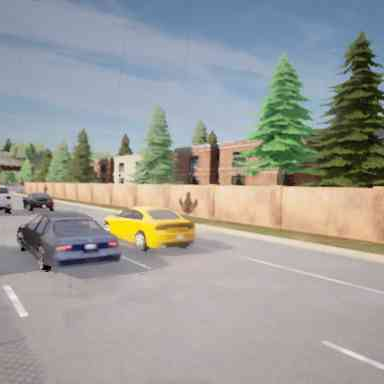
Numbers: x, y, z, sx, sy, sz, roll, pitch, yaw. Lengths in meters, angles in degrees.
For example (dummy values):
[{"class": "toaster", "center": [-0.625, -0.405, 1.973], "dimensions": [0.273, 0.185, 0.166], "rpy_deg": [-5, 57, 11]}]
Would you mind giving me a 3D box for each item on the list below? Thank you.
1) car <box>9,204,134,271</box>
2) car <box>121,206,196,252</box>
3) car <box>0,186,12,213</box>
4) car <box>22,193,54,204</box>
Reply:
[{"class": "car", "center": [-4.000, 1.330, 10.247], "dimensions": [2.033, 1.411, 5.357], "rpy_deg": [1, 1, -36]}, {"class": "car", "center": [-1.870, 1.298, 13.255], "dimensions": [1.882, 1.535, 5.008], "rpy_deg": [1, 1, -36]}, {"class": "car", "center": [-15.278, 0.504, 25.393], "dimensions": [2.150, 2.045, 5.566], "rpy_deg": [1, 1, -37]}, {"class": "car", "center": [-13.253, 0.822, 28.522], "dimensions": [1.837, 1.490, 4.892], "rpy_deg": [1, 1, -37]}]
